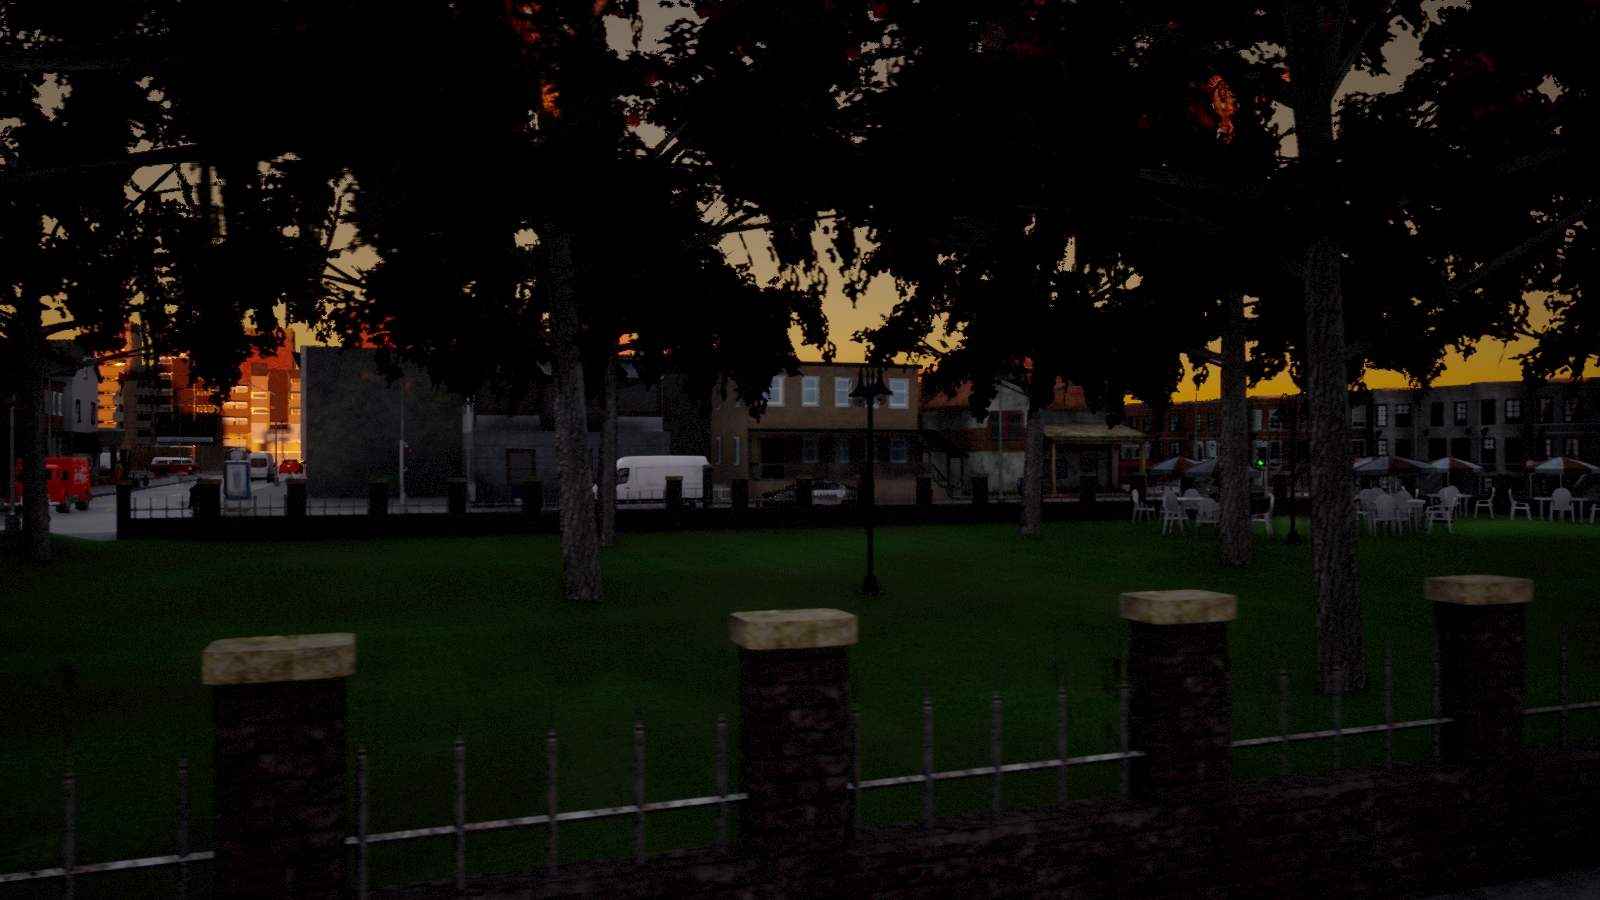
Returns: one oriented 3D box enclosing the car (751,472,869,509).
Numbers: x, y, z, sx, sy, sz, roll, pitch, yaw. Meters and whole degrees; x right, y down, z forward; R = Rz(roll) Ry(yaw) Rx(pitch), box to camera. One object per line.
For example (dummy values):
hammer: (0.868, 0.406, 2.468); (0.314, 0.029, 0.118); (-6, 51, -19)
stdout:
car: (0.450, 1.817, 52.310); (4.974, 1.542, 2.038); (0, 0, -21)

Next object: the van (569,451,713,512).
van: (-6.890, 1.314, 49.516); (5.915, 2.561, 1.988); (0, 0, -20)

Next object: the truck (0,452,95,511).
truck: (-33.768, 1.349, 51.300); (2.627, 2.467, 5.204); (0, 0, -20)

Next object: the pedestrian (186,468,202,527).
pedestrian: (-19.364, 1.525, 36.533); (0.375, 1.860, 0.375); (0, 0, -15)
